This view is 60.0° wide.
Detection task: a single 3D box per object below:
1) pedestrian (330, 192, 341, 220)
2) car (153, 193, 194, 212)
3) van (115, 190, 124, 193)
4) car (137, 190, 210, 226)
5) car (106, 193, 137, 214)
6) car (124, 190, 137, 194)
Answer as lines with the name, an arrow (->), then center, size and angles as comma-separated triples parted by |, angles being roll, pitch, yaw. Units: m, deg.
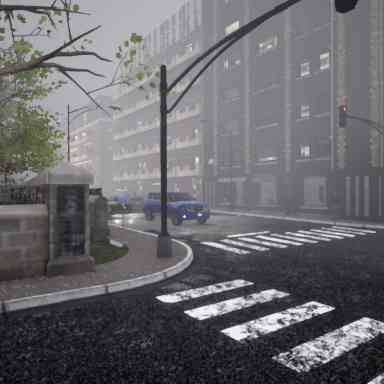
pedestrian -> 9.418, 0.902, 21.923 | 0.375, 1.860, 0.375 | 1, -1, -36
car -> -1.858, 0.950, 32.353 | 1.967, 1.590, 4.097 | 1, 1, -36
van -> -8.386, 0.655, 41.261 | 1.690, 1.788, 3.998 | 1, 1, -36
car -> -1.179, 0.926, 21.607 | 2.150, 2.045, 5.566 | 0, 1, -36
car -> -6.840, 1.098, 29.334 | 1.994, 1.385, 4.181 | 0, 1, -36
car -> -5.120, 0.727, 36.806 | 2.192, 1.841, 5.009 | 1, 1, -36
